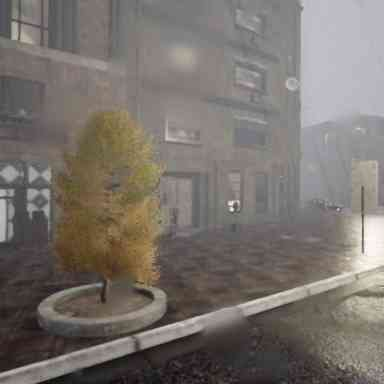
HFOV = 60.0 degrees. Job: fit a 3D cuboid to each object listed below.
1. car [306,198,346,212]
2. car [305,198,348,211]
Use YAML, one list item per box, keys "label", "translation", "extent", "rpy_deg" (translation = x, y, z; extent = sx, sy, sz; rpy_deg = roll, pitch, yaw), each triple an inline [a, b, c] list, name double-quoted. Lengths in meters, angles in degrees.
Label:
- label: "car"
  translation: [13.355, 1.292, 33.812]
  extent: [1.947, 1.339, 4.313]
  rpy_deg: [1, 0, -17]
- label: "car"
  translation: [14.907, 1.347, 37.206]
  extent: [1.895, 1.301, 4.718]
  rpy_deg: [0, 0, -17]
